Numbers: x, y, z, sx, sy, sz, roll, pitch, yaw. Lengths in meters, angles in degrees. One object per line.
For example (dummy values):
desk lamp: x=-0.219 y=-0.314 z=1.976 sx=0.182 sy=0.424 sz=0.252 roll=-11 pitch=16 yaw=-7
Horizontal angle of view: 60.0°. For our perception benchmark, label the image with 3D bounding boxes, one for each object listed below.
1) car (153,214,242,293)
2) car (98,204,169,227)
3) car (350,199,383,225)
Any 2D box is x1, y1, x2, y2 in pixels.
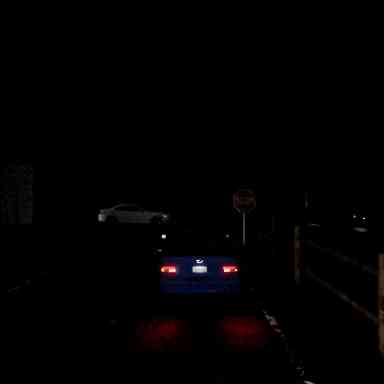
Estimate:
car: x=0.109 y=1.549 z=8.970 sx=2.033 sy=1.411 sz=5.357 roll=0 pitch=0 yaw=-1
car: x=-3.747 y=1.496 z=21.867 sx=4.674 sy=1.442 sz=1.812 roll=1 pitch=0 yaw=1
car: x=14.806 y=1.507 z=24.593 sx=5.566 sy=2.045 sz=2.150 roll=1 pitch=-1 yaw=1
